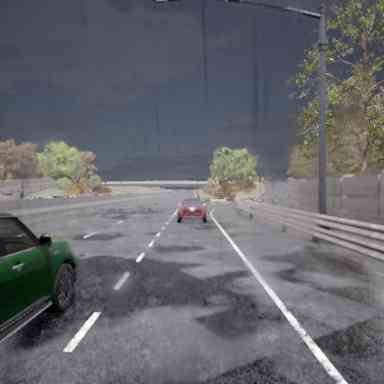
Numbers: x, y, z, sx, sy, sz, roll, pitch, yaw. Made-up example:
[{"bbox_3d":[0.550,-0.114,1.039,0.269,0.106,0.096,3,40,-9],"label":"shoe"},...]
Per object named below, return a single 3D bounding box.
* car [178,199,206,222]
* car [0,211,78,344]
[{"bbox_3d":[0.022,1.298,26.044,2.097,1.767,4.553,0,0,0],"label":"car"},{"bbox_3d":[-3.399,1.212,4.428,2.150,2.045,5.566,0,0,0],"label":"car"}]
